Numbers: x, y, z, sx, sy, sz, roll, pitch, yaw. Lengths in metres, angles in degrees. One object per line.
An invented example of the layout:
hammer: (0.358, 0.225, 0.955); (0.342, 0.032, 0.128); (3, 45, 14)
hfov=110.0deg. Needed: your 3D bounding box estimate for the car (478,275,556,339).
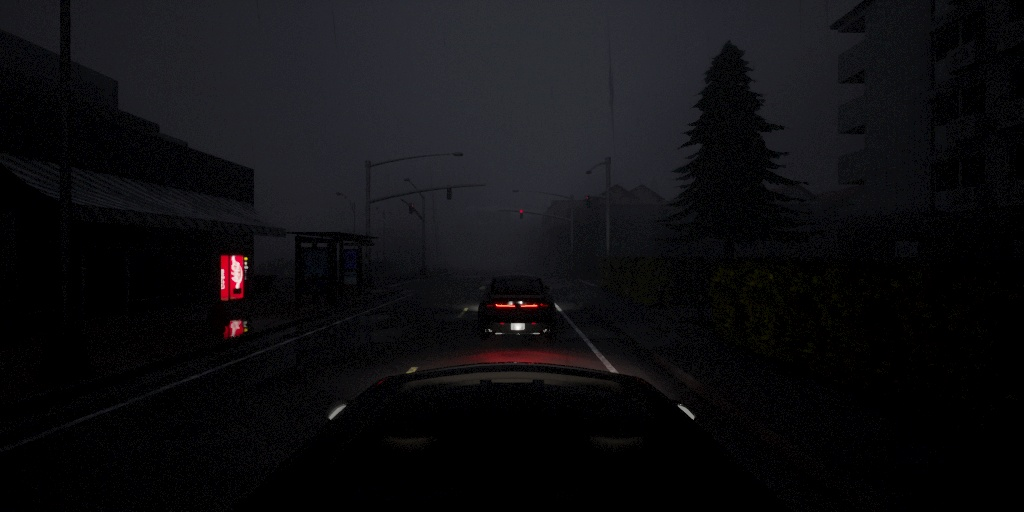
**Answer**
car: (0.118, 1.255, 10.050); (1.837, 1.490, 4.892); (0, 0, 0)
